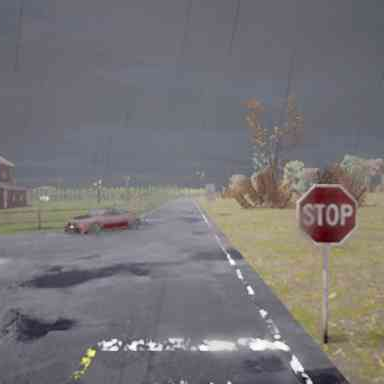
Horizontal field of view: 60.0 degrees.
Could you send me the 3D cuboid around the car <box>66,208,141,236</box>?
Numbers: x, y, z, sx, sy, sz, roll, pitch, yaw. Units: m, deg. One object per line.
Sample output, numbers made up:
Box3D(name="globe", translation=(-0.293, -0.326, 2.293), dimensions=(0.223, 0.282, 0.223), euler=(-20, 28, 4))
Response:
Box3D(name="car", translation=(-4.969, 1.609, 18.981), dimensions=(1.994, 1.385, 4.181), euler=(0, 1, 41))
